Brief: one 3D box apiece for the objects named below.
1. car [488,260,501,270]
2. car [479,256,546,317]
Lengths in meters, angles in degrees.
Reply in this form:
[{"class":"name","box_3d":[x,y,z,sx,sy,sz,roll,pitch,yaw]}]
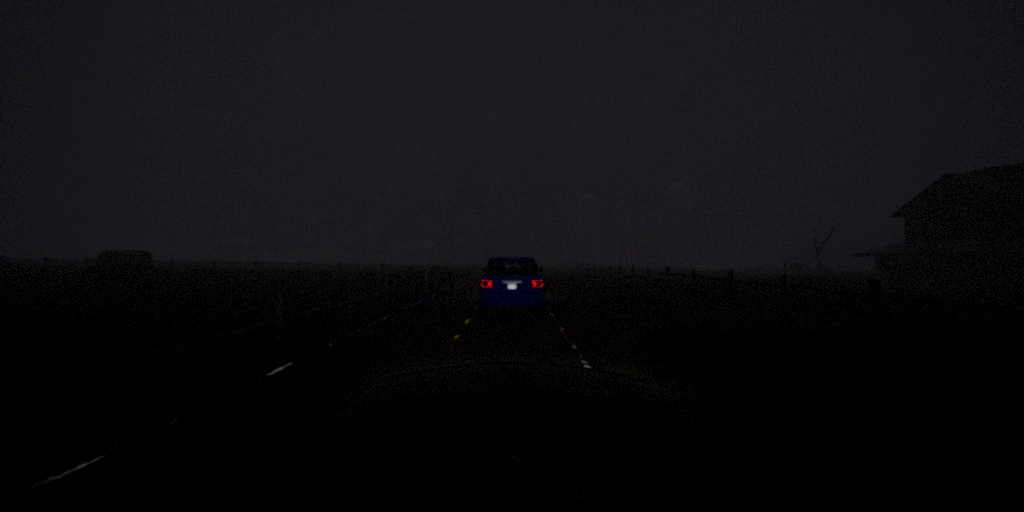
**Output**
[{"class":"car","box_3d":[-2.834,1.425,58.776,1.837,1.490,4.892,0,0,0]},{"class":"car","box_3d":[0.025,1.007,13.469,2.150,2.045,5.566,0,0,0]}]
